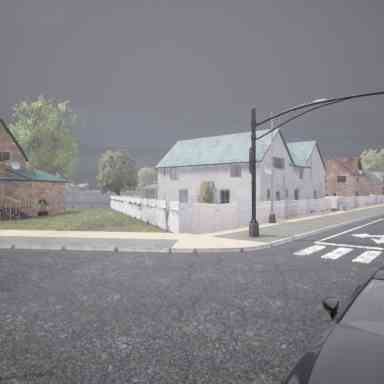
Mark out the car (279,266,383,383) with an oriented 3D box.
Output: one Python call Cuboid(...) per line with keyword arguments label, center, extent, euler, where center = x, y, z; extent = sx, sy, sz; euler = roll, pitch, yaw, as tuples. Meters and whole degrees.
Cuboid(label="car", center=(2.504, 1.524, 3.356), extent=(1.812, 1.442, 4.674), euler=(0, 0, 41))
